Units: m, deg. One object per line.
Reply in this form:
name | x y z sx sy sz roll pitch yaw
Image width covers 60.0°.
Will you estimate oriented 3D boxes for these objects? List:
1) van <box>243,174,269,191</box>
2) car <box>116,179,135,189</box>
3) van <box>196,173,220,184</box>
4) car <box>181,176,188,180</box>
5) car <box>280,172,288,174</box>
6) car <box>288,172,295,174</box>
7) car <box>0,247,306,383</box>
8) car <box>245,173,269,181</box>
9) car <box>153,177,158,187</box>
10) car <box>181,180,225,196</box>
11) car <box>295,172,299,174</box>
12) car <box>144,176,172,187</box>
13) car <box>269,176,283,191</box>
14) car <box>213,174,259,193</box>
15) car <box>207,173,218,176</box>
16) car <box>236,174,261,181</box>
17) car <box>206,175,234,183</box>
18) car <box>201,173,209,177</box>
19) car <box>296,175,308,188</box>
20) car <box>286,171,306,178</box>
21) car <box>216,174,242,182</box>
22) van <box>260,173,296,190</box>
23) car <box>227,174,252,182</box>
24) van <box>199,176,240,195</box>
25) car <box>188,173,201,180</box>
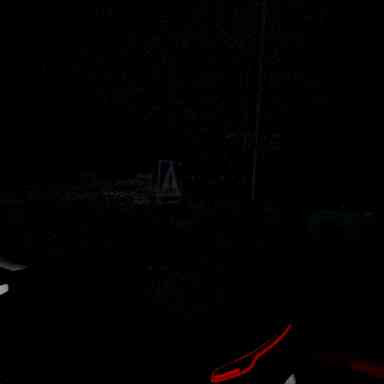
van | 8.323 -1.094 48.452 4.442 1.987 1.878 4 7 33
car | -10.611 -1.388 55.333 4.674 1.452 2.002 2 5 31
van | 3.131 -2.748 66.334 4.442 1.987 1.878 2 6 32
car | -3.715 -1.946 60.834 4.792 1.488 2.163 2 6 32
car | 19.382 -3.780 78.941 5.008 1.535 2.097 2 6 32
car | 21.712 -4.081 80.716 4.553 1.767 2.185 2 6 32
car | -1.168 1.478 4.303 5.008 1.535 1.882 0 0 36
car | 14.763 -3.420 75.337 4.892 1.521 2.231 2 6 32
car | -8.278 -1.580 57.149 4.792 1.488 2.163 2 5 31
car | 1.196 -0.326 43.084 5.008 1.535 2.097 4 7 33
car | 24.005 -4.092 82.554 4.674 1.452 2.002 2 5 32
car | -5.975 -1.917 58.960 4.553 1.767 2.185 2 6 31
car | 10.808 -1.169 50.203 4.553 1.767 2.185 4 7 33
car | 5.988 -0.935 46.623 5.566 2.045 2.435 4 7 33
car | 5.486 -2.004 56.928 5.008 1.535 1.882 -3 5 -28
car | 12.448 -3.242 73.541 5.008 1.535 2.097 2 5 32
car | 5.696 -2.698 68.008 5.366 1.575 1.946 2 5 32
car | 0.925 -2.339 64.478 5.008 1.535 2.097 2 5 32
car | 18.058 -1.581 55.559 4.892 1.521 2.231 4 7 33
car | 26.337 -4.421 84.309 4.553 1.767 2.185 2 6 32
car | 7.836 -2.882 69.923 5.008 1.535 2.097 2 5 32
van | 13.343 -1.440 51.897 4.442 1.987 1.878 4 7 33
car | 10.171 -3.031 71.713 4.792 1.488 2.163 2 5 32
van | 3.706 -0.723 44.773 4.442 1.987 1.878 4 7 33
car | -1.358 -2.281 62.616 4.553 1.767 2.185 2 6 32
